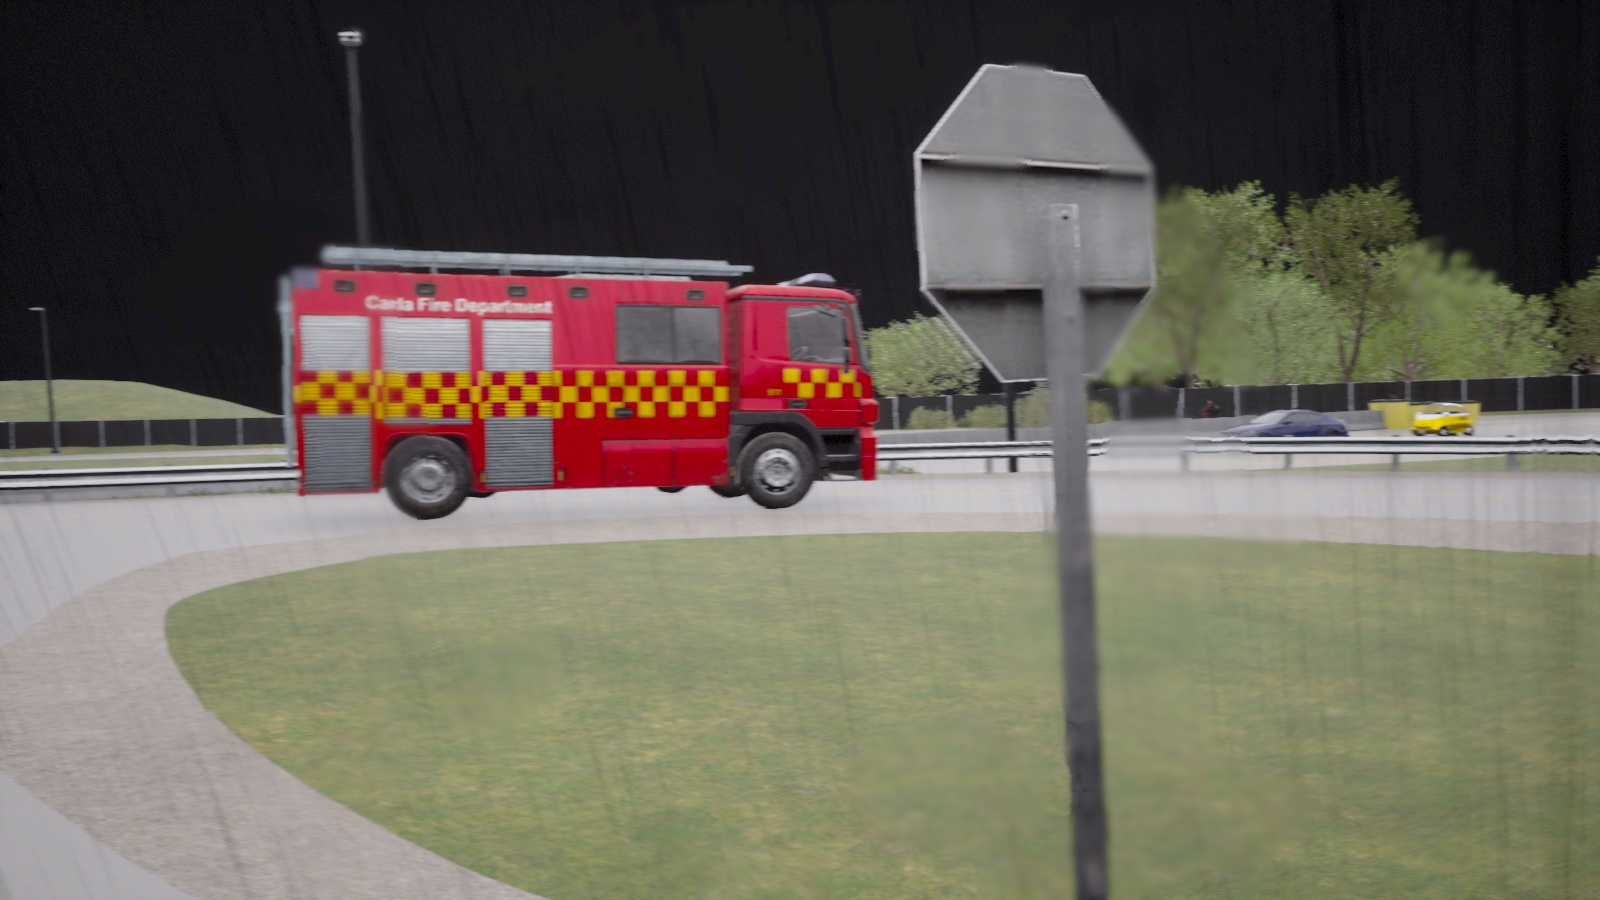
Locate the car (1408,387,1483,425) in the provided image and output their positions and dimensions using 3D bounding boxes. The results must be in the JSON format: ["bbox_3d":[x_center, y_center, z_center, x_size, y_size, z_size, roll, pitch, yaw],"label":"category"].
[{"bbox_3d":[25.744,-1.741,50.084,2.207,1.376,1.481,-4,2,-18],"label":"car"}]

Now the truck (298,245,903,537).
[{"bbox_3d":[-2.952,-0.960,19.161,8.468,3.827,2.891,-2,2,-19],"label":"truck"}]

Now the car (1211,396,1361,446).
[{"bbox_3d":[16.840,-1.021,43.525,4.674,1.442,1.812,-4,2,-18],"label":"car"}]

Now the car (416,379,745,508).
[{"bbox_3d":[-3.972,-0.170,22.832,5.566,2.045,2.150,-2,2,-13],"label":"car"}]
